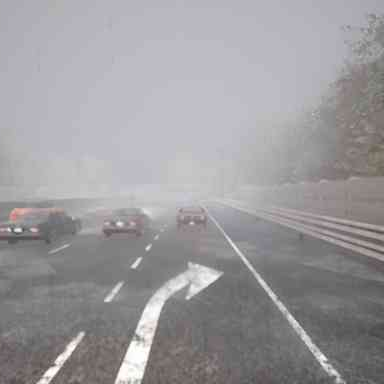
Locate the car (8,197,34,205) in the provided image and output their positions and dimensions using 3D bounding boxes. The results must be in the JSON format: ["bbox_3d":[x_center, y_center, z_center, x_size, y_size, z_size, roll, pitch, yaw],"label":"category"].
[{"bbox_3d":[-31.506,1.622,61.466,2.128,1.511,4.902,0,0,0],"label":"car"}]

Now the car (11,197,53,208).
[{"bbox_3d":[-10.403,1.363,22.781,2.097,1.767,4.553,0,0,0],"label":"car"}]

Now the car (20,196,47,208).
[{"bbox_3d":[-24.522,1.567,51.765,1.837,1.490,4.892,0,2,1],"label":"car"}]

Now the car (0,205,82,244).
[{"bbox_3d":[-6.900,1.552,15.707,2.033,1.411,5.357,0,0,0],"label":"car"}]

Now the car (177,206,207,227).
[{"bbox_3d":[-0.003,1.611,22.669,1.895,1.301,4.718,0,0,0],"label":"car"}]

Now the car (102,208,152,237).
[{"bbox_3d":[-3.403,1.554,18.131,2.033,1.411,5.357,0,0,0],"label":"car"}]

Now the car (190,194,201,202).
[{"bbox_3d":[0.547,1.701,85.297,1.812,1.442,4.674,0,0,8],"label":"car"}]

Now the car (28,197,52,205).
[{"bbox_3d":[-28.011,1.617,61.489,2.128,1.511,4.902,0,0,0],"label":"car"}]
